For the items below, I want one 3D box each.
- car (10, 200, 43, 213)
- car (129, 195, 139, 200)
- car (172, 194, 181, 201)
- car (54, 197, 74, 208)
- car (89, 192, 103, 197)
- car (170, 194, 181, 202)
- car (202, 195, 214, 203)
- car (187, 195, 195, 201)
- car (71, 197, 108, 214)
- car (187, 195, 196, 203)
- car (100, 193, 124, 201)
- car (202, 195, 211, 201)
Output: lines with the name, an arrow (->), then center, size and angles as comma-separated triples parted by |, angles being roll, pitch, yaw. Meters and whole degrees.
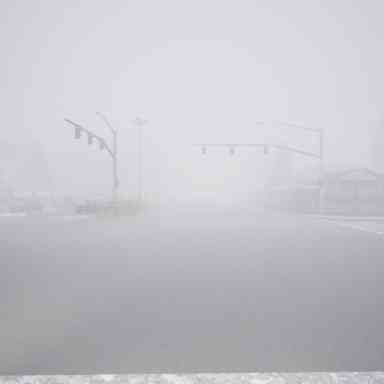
car -> -17.687, 1.500, 35.676 | 1.994, 1.385, 4.181 | 0, 0, 0
car -> -10.708, 1.358, 63.166 | 1.882, 1.535, 5.008 | 0, 0, 0
car -> -3.697, 1.323, 80.320 | 1.882, 1.535, 5.008 | 0, 0, 0
car -> -17.712, 1.407, 46.585 | 2.128, 1.511, 4.902 | 0, 0, 0
car -> -17.696, 1.107, 62.055 | 2.150, 2.045, 5.566 | 0, 0, 0
car -> -3.583, 1.465, 70.052 | 1.895, 1.301, 4.718 | 0, 0, 0
car -> 3.434, 1.416, 67.448 | 2.033, 1.411, 5.357 | 0, 0, 0
car -> -0.193, 1.444, 77.929 | 1.895, 1.301, 4.718 | 0, 0, 0
car -> -10.688, 1.536, 35.109 | 1.895, 1.301, 4.718 | 0, 0, 0
car -> -0.069, 1.417, 67.459 | 2.033, 1.411, 5.357 | 0, 0, 0
car -> -10.712, 1.266, 46.183 | 2.097, 1.767, 4.553 | 0, 0, 0
car -> 3.307, 1.401, 77.781 | 1.994, 1.385, 4.181 | 0, 0, 0
